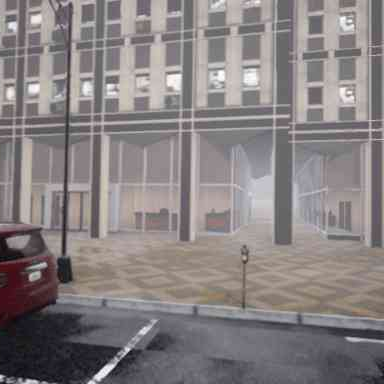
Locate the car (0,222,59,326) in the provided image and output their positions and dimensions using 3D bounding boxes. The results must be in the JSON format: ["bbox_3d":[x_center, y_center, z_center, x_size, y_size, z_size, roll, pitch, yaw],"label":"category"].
[{"bbox_3d":[-4.924,1.468,6.039,5.009,1.841,2.192,0,-1,13],"label":"car"}]
